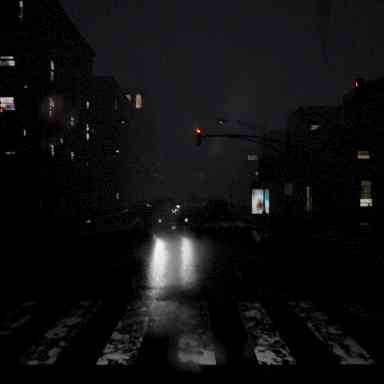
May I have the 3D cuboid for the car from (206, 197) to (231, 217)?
[{"bbox_3d":[2.627,1.445,31.832,1.967,1.590,4.097,0,0,0],"label":"car"}]

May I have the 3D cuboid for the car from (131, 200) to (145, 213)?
[{"bbox_3d":[-5.763,1.560,37.501,2.008,1.369,4.403,0,0,0],"label":"car"}]

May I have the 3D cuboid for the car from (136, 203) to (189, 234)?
[{"bbox_3d":[-1.716,1.568,19.491,1.895,1.301,4.718,0,0,-20],"label":"car"}]

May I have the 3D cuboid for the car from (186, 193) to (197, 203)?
[{"bbox_3d":[-0.037,1.268,70.640,2.150,2.045,5.566,0,0,0],"label":"car"}]

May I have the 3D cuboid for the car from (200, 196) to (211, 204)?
[{"bbox_3d":[2.566,1.590,66.012,2.008,1.369,4.403,-1,0,0],"label":"car"}]

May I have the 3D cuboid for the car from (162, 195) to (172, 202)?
[{"bbox_3d":[-5.837,1.496,77.377,1.967,1.590,4.097,0,0,0],"label":"car"}]

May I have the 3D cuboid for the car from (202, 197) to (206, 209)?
[{"bbox_3d":[2.607,1.596,43.225,1.802,1.307,4.206,0,0,0],"label":"car"}]

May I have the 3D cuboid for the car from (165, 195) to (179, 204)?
[{"bbox_3d":[-3.180,1.525,47.592,1.837,1.490,4.892,0,0,0],"label":"car"}]

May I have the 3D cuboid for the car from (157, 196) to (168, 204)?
[{"bbox_3d":[-5.814,1.564,65.815,1.752,1.417,4.829,0,0,0],"label":"car"}]

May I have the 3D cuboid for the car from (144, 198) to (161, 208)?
[{"bbox_3d":[-5.784,1.570,48.895,2.008,1.369,4.403,0,0,0],"label":"car"}]

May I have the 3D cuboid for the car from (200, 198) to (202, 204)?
[{"bbox_3d":[2.597,1.570,48.923,2.008,1.369,4.403,0,0,0],"label":"car"}]

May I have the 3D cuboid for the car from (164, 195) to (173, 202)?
[{"bbox_3d":[-5.846,1.591,82.904,1.752,1.417,4.829,-1,0,0],"label":"car"}]

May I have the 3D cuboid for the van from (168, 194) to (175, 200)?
[{"bbox_3d":[-5.868,1.428,94.468,1.690,1.788,3.998,-1,0,0],"label":"van"}]

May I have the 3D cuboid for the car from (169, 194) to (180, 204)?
[{"bbox_3d":[-3.163,1.508,58.999,1.882,1.535,5.008,0,0,1],"label":"car"}]

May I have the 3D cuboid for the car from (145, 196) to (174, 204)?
[{"bbox_3d":[-3.159,1.484,33.435,1.882,1.535,5.008,0,0,0],"label":"car"}]
